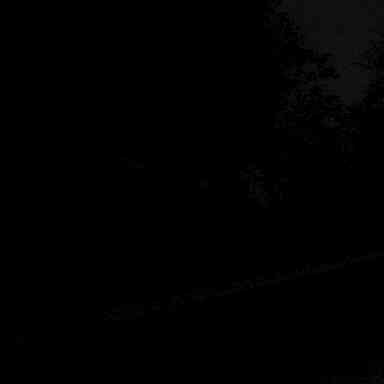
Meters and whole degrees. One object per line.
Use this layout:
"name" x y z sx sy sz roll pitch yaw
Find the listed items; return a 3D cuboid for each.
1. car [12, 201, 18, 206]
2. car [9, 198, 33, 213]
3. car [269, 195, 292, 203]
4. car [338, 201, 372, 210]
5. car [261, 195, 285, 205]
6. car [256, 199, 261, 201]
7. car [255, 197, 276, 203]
"car" -20.855 2.018 39.981 2.435 2.045 5.566 0 0 -36
"car" -26.759 2.006 51.922 2.435 2.045 5.566 0 0 -36
"car" 23.252 1.718 88.005 2.435 2.045 5.566 0 0 -36
"car" 20.593 1.765 40.997 1.895 1.301 4.718 4 -3 -34
"car" 17.549 1.777 67.813 2.435 2.045 5.566 0 0 -36
"car" 14.146 2.002 81.464 2.097 1.535 5.008 0 0 -36
"car" 18.677 2.012 84.769 2.163 1.488 4.792 0 0 -36
